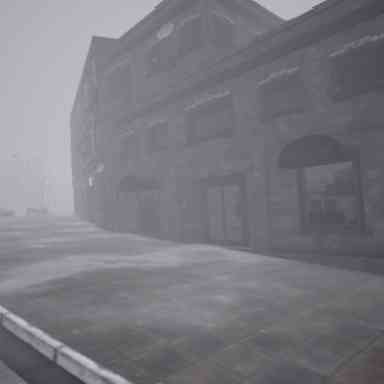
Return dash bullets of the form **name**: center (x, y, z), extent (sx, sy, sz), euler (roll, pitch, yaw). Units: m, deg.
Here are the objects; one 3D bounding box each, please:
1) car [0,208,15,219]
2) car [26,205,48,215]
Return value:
- **car**: center (-22.874, 2.521, 39.489), extent (1.895, 1.301, 4.718), euler (-4, -1, -5)
- **car**: center (-23.770, 2.717, 50.906), extent (1.812, 1.442, 4.674), euler (-4, -1, -3)
